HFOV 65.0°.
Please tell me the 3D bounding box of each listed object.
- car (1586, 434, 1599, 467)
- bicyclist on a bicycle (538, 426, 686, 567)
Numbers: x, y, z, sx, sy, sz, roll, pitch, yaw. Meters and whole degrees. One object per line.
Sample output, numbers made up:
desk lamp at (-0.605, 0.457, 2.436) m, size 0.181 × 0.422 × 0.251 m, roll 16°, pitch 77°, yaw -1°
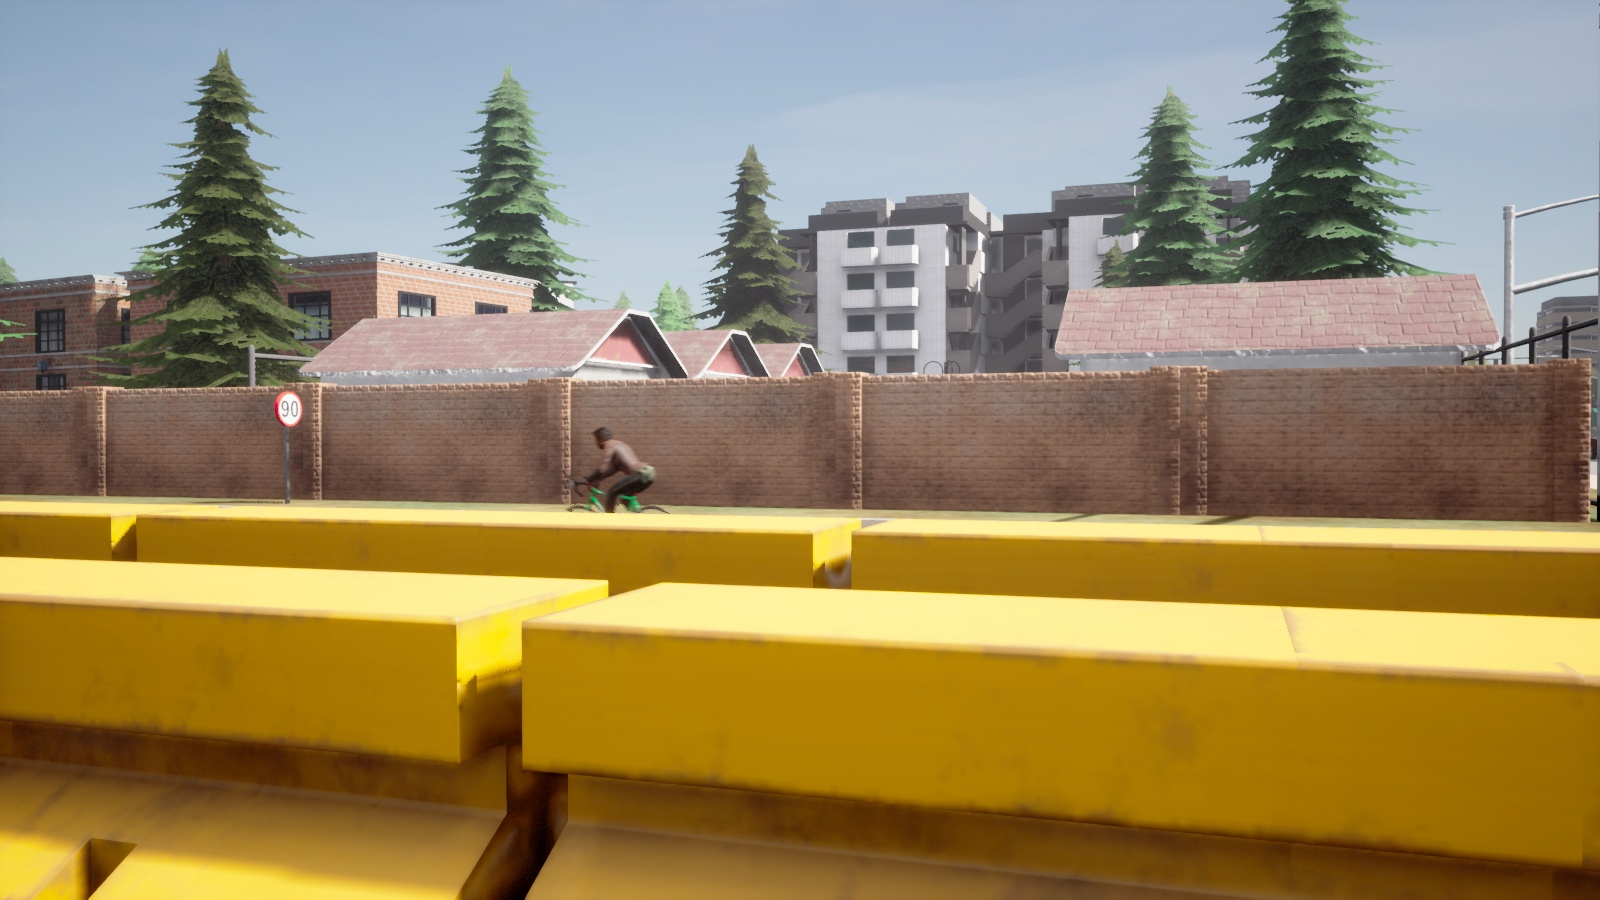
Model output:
car at (38.077, 0.016, 58.142) m, size 1.882 × 1.535 × 5.008 m, roll 1°, pitch 1°, yaw 20°
bicyclist on a bicycle at (-2.246, 0.531, 15.026) m, size 1.656 × 1.620 × 0.582 m, roll 0°, pitch 1°, yaw 19°
